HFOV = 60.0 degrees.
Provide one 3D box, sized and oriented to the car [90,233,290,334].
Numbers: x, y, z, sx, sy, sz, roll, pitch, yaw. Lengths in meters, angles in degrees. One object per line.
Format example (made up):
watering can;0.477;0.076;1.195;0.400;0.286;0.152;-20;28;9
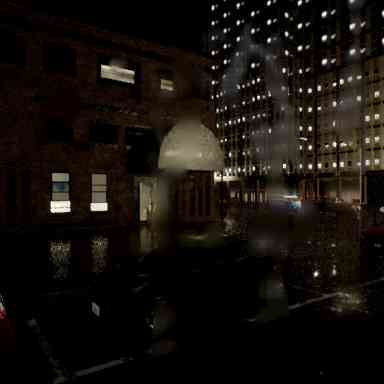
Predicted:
car;0.185;1.565;6.764;4.313;1.339;1.947;0;0;-35

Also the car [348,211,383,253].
car;8.031;1.543;12.430;4.507;1.381;1.887;0;0;-35

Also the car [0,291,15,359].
car;-4.282;1.440;3.516;4.097;1.590;1.967;0;0;-35

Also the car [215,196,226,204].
car;4.086;1.437;59.407;1.752;1.417;4.829;0;0;-35

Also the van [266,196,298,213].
van;9.959;1.326;36.287;1.690;1.788;3.998;0;0;-35

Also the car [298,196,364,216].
car;13.123;1.308;31.738;2.192;1.841;5.009;0;0;-35

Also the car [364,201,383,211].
car;20.004;1.499;36.525;2.008;1.369;4.403;0;0;-35

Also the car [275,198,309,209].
car;13.676;1.514;45.622;1.802;1.307;4.206;0;0;-35
